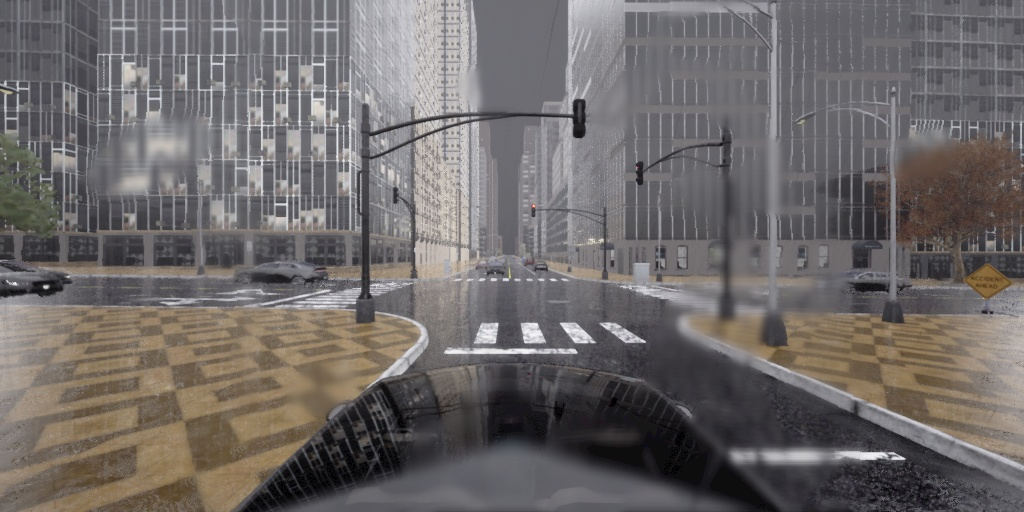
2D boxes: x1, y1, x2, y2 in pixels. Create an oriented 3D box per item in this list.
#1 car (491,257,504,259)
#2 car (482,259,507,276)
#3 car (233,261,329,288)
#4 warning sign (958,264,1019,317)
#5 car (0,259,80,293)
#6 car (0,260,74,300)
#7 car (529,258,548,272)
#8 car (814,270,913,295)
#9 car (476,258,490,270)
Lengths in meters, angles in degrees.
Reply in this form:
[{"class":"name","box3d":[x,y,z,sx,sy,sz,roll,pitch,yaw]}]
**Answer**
[{"class":"car","box3d":[-1.862,1.265,53.948,1.837,1.490,4.892,0,0,0]},{"class":"car","box3d":[-1.715,1.313,38.497,2.033,1.411,5.357,0,0,-1]},{"class":"car","box3d":[-13.324,1.022,20.831,4.902,1.511,2.128,1,0,-2]},{"class":"warning sign","box3d":[17.212,1.204,12.986,1.060,1.860,1.300,0,0,-3]},{"class":"car","box3d":[-24.311,0.877,16.821,5.357,1.411,2.033,1,0,-3]},{"class":"car","box3d":[-20.457,0.905,13.769,4.892,1.490,1.837,1,0,-3]},{"class":"car","box3d":[3.663,1.328,46.708,1.948,1.339,4.313,0,0,-1]},{"class":"car","box3d":[21.891,1.661,22.694,4.902,1.511,2.128,1,0,-3]},{"class":"car","box3d":[-4.322,1.342,52.153,1.802,1.307,4.207,0,0,-1]}]
